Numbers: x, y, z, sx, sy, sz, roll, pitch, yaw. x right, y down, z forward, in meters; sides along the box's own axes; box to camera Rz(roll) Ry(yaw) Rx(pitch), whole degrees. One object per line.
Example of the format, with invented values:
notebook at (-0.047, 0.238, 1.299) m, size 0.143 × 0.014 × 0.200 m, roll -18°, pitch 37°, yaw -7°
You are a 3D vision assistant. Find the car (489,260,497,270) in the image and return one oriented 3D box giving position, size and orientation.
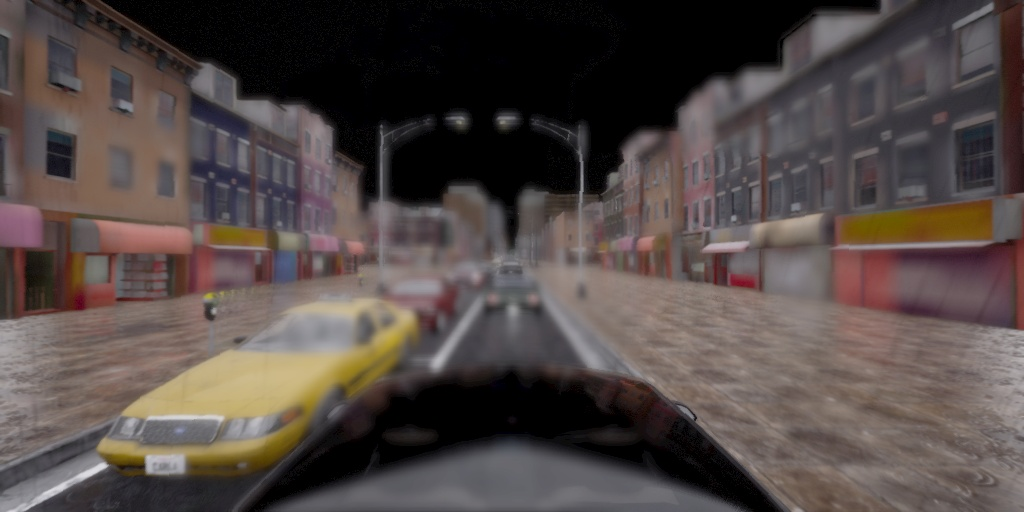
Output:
car at (-2.643, 1.268, 32.211) m, size 1.948 × 1.339 × 4.313 m, roll 0°, pitch 0°, yaw 0°

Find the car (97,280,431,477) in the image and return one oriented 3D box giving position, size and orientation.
car at (-2.638, 1.267, 5.141) m, size 1.751 × 1.417 × 4.829 m, roll 0°, pitch 0°, yaw 0°

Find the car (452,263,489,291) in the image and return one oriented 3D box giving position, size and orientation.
car at (-2.641, 1.154, 21.450) m, size 1.967 × 1.591 × 4.097 m, roll 0°, pitch 0°, yaw 0°

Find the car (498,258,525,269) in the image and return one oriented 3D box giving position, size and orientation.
car at (0.075, 1.181, 30.739) m, size 1.882 × 1.535 × 5.008 m, roll 0°, pitch 0°, yaw 0°

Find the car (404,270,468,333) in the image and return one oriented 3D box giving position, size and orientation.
car at (-2.639, 1.277, 10.691) m, size 1.888 × 1.381 × 4.507 m, roll 0°, pitch 0°, yaw 0°

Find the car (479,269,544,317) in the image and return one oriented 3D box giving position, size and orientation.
car at (0.060, 1.328, 13.092) m, size 1.895 × 1.301 × 4.718 m, roll 0°, pitch 0°, yaw 0°
